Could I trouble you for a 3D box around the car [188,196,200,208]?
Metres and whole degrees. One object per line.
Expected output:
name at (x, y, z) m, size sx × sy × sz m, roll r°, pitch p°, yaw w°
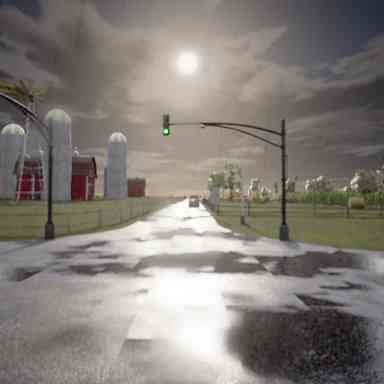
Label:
car at (0.373, 2.002, 59.557) m, size 2.128 × 1.511 × 4.902 m, roll 0°, pitch -1°, yaw 0°
